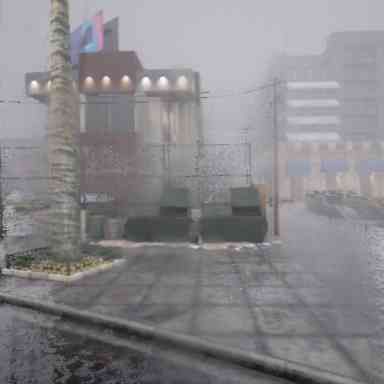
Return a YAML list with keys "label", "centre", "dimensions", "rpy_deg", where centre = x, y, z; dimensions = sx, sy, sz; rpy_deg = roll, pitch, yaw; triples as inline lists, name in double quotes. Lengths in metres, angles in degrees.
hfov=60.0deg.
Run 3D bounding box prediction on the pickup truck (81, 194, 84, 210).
- label: "pickup truck"
  centre: [-7.599, 1.167, 25.273]
  dimensions: [2.390, 2.098, 6.274]
  rpy_deg: [-1, 0, 3]
